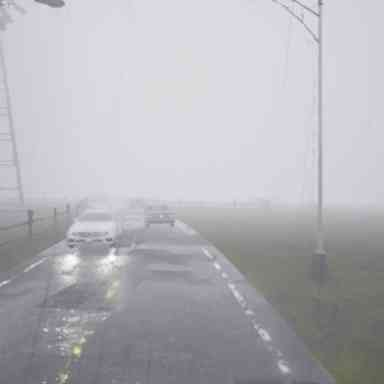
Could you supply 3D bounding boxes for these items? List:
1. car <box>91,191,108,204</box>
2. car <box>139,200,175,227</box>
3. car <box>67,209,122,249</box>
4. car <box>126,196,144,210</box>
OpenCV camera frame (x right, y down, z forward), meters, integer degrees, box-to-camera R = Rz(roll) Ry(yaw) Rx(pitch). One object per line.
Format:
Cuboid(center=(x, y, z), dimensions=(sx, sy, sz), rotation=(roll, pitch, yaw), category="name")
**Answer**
Cuboid(center=(-15.292, 0.894, 54.689), dimensions=(2.150, 2.045, 5.566), rotation=(0, 1, -23), category="car")
Cuboid(center=(-2.256, 1.470, 22.141), dimensions=(2.033, 1.411, 5.357), rotation=(0, 0, -10), category="car")
Cuboid(center=(-4.112, 1.482, 14.636), dimensions=(1.812, 1.442, 4.674), rotation=(0, 0, -8), category="car")
Cuboid(center=(-6.809, 1.311, 40.347), dimensions=(1.837, 1.490, 4.892), rotation=(0, 1, -17), category="car")
